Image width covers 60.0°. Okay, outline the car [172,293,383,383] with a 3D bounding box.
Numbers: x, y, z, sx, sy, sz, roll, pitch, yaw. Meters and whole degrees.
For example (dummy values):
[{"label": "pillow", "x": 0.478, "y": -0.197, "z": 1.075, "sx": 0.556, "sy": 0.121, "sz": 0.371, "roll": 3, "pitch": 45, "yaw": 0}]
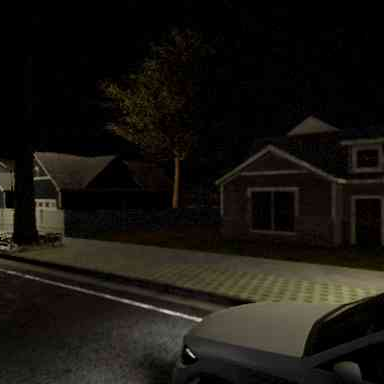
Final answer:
[{"label": "car", "x": 1.991, "y": 1.523, "z": 2.572, "sx": 4.674, "sy": 1.442, "sz": 1.812, "roll": -1, "pitch": 0, "yaw": 36}]
